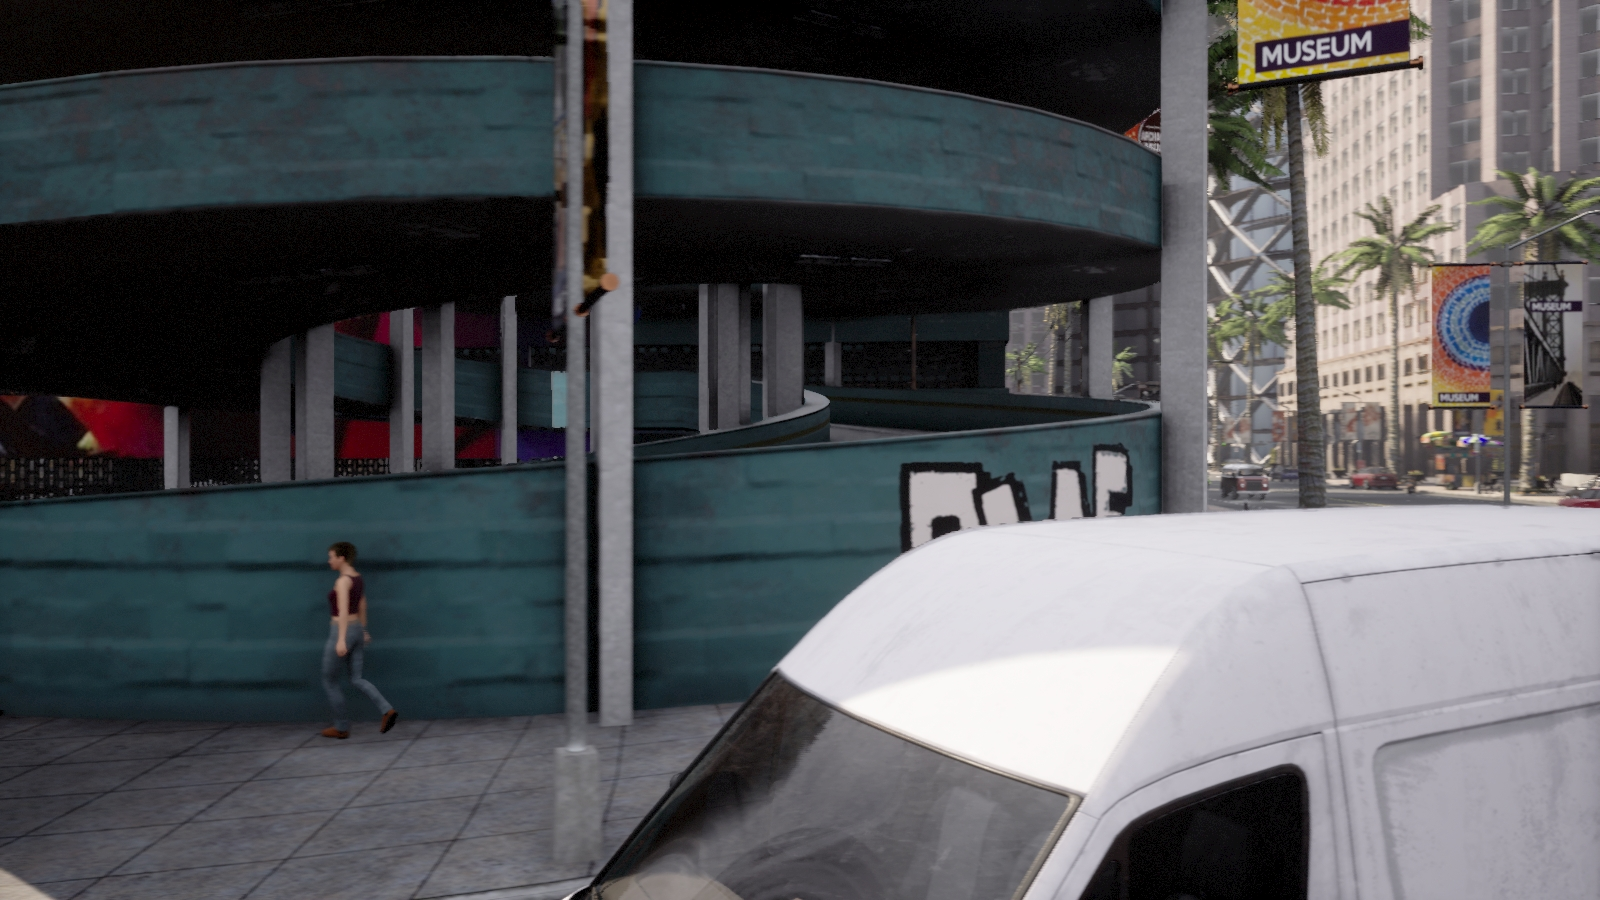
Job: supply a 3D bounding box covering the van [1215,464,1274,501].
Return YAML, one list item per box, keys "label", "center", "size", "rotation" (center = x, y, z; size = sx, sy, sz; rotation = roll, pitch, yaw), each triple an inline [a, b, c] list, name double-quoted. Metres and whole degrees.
- label: "van"
  center: [25.694, 1.850, 66.190]
  size: [2.069, 2.038, 4.480]
  rotation: [0, 0, 7]

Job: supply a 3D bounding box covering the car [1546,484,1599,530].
- label: "car"
  center: [29.704, 2.071, 41.785]
  size: [2.097, 1.535, 5.006]
  rotation: [0, 0, 8]

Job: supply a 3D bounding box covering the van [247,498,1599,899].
- label: "van"
  center: [1.425, 1.539, 3.855]
  size: [5.915, 2.561, 1.988]
  rotation: [0, 0, -26]

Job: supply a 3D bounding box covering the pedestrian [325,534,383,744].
- label: "pedestrian"
  center: [-4.085, 1.711, 10.476]
  size: [0.375, 1.860, 0.375]
  rotation: [0, 0, 5]
